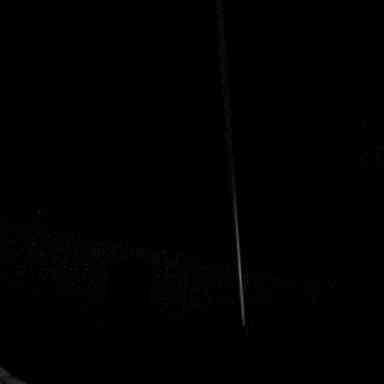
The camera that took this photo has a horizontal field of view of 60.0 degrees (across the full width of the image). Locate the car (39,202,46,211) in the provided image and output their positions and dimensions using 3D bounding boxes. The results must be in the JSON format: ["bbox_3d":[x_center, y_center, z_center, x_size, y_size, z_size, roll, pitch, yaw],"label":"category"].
[{"bbox_3d":[-24.250,2.352,56.617,2.128,1.511,4.902,-4,-1,-1],"label":"car"}]
